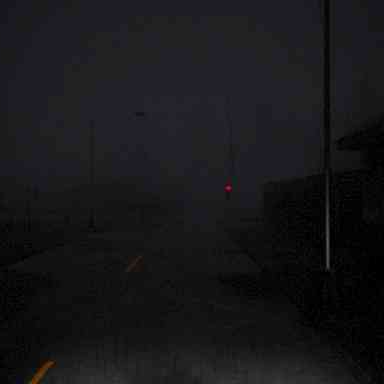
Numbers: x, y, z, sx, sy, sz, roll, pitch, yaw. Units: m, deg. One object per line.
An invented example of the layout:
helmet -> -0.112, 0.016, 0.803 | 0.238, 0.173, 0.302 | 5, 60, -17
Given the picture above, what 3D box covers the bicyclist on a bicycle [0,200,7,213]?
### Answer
bicyclist on a bicycle -> -23.985, 1.826, 42.352 | 0.582, 1.620, 1.656 | 0, 0, 0
